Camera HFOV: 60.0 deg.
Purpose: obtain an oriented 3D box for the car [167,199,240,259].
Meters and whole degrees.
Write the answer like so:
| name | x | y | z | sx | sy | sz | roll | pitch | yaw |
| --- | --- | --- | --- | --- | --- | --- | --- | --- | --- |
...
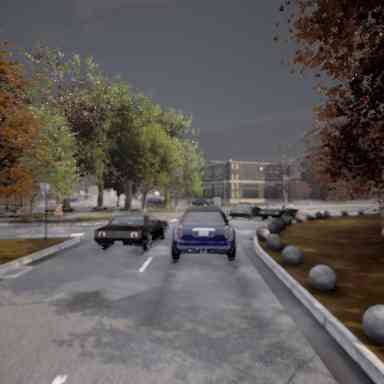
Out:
| name | x | y | z | sx | sy | sz | roll | pitch | yaw |
| --- | --- | --- | --- | --- | --- | --- | --- | --- | --- |
| car | 0.468 | 1.322 | 12.556 | 2.097 | 1.767 | 4.553 | 0 | 0 | 3 |

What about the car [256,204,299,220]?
| name | x | y | z | sx | sy | sz | roll | pitch | yaw |
| --- | --- | --- | --- | --- | --- | --- | --- | --- | --- |
| car | 7.455 | 1.703 | 28.117 | 1.895 | 1.301 | 4.718 | 0 | -1 | 35 |

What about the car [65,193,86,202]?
| name | x | y | z | sx | sy | sz | roll | pitch | yaw |
| --- | --- | --- | --- | --- | --- | --- | --- | --- | --- |
| car | -30.814 | 1.678 | 87.038 | 4.553 | 1.767 | 2.185 | 0 | 0 | -14 |

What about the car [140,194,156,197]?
| name | x | y | z | sx | sy | sz | roll | pitch | yaw |
| --- | --- | --- | --- | --- | --- | --- | --- | --- | --- |
| car | -10.866 | 1.941 | 90.048 | 4.792 | 1.488 | 2.163 | 0 | 0 | -14 |

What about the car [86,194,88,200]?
| name | x | y | z | sx | sy | sz | roll | pitch | yaw |
| --- | --- | --- | --- | --- | --- | --- | --- | --- | --- |
| car | -31.510 | 1.800 | 89.712 | 5.008 | 1.535 | 2.097 | 0 | 0 | -14 |

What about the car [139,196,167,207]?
| name | x | y | z | sx | sy | sz | roll | pitch | yaw |
| --- | --- | --- | --- | --- | --- | --- | --- | --- | --- |
| car | -6.464 | 1.880 | 57.646 | 4.181 | 1.385 | 1.994 | 0 | -1 | 19 |

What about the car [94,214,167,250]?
| name | x | y | z | sx | sy | sz | roll | pitch | yaw |
| --- | --- | --- | --- | --- | --- | --- | --- | --- | --- |
| car | -2.319 | 1.566 | 14.131 | 1.895 | 1.301 | 4.718 | 0 | 0 | 8 |

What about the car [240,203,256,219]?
| name | x | y | z | sx | sy | sz | roll | pitch | yaw |
| --- | --- | --- | --- | --- | --- | --- | --- | --- | --- |
| car | 5.038 | 1.682 | 30.782 | 1.994 | 1.385 | 4.181 | 0 | -1 | 28 |
